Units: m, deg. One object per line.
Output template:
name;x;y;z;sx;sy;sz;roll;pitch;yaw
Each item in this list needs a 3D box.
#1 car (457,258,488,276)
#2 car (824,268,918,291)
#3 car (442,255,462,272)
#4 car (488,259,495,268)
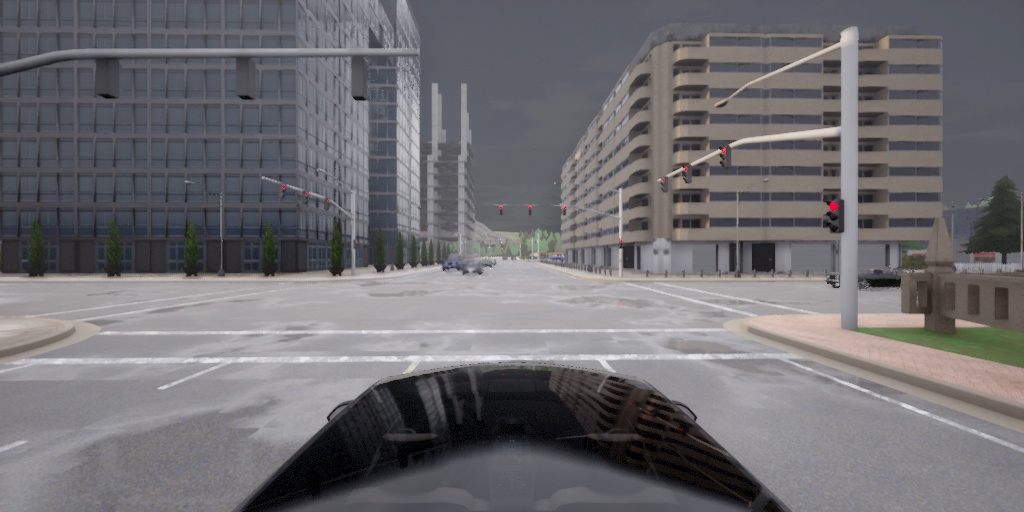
car;-4.003;1.211;37.030;2.128;1.511;4.902;0;0;-1
car;21.874;1.388;21.680;4.718;1.301;1.895;0;0;-1
car;-7.604;0.933;46.599;2.150;2.045;5.566;0;0;0
car;-4.162;1.209;58.230;1.837;1.490;4.892;0;-1;-1
